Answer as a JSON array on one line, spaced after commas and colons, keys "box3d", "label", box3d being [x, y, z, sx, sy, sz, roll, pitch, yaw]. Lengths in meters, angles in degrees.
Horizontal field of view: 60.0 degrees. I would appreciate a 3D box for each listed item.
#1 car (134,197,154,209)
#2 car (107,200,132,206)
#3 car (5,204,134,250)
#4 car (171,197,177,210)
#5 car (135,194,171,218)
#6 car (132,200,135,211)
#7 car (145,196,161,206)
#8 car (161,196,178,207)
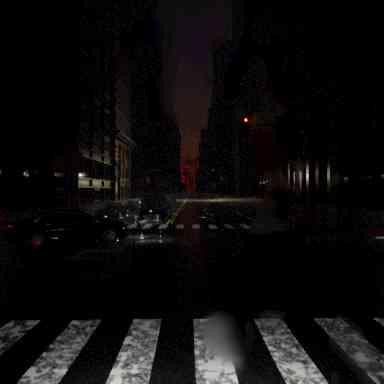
[{"box3d": [-6.610, 1.462, 46.420, 2.128, 1.511, 4.902, 0, 0, 0], "label": "car"}, {"box3d": [-6.629, 1.588, 27.896, 1.895, 1.301, 4.718, 0, 0, 1], "label": "car"}, {"box3d": [-5.251, 1.496, 14.351, 4.892, 1.490, 1.837, 0, 1, -28], "label": "car"}, {"box3d": [-3.362, 1.469, 40.036, 2.128, 1.511, 4.902, 0, 0, 0], "label": "car"}, {"box3d": [-3.361, 1.207, 29.943, 2.150, 2.045, 5.566, 0, 0, 0], "label": "car"}, {"box3d": [-6.613, 1.580, 37.012, 1.895, 1.301, 4.718, 0, 0, 0], "label": "car"}, {"box3d": [-6.582, 1.503, 57.075, 2.033, 1.411, 5.357, 0, 0, 0], "label": "car"}, {"box3d": [-3.352, 1.458, 50.459, 2.128, 1.511, 4.902, 0, 0, 0], "label": "car"}]
